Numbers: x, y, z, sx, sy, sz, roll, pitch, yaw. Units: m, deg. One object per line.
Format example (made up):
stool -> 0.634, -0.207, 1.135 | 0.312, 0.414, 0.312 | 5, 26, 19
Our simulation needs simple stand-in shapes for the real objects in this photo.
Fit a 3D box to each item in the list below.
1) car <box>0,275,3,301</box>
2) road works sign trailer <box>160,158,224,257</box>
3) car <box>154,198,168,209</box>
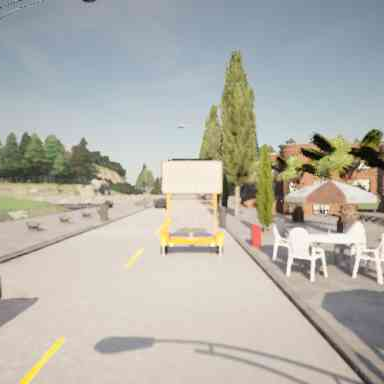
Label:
car -> -4.099, 1.607, 3.346 | 1.895, 1.301, 4.718 | 0, 0, 0
road works sign trailer -> 0.001, 0.488, 13.057 | 2.380, 3.560, 2.880 | 0, 0, 0
car -> -4.083, 1.584, 45.915 | 1.837, 1.490, 4.892 | 0, 0, 0
